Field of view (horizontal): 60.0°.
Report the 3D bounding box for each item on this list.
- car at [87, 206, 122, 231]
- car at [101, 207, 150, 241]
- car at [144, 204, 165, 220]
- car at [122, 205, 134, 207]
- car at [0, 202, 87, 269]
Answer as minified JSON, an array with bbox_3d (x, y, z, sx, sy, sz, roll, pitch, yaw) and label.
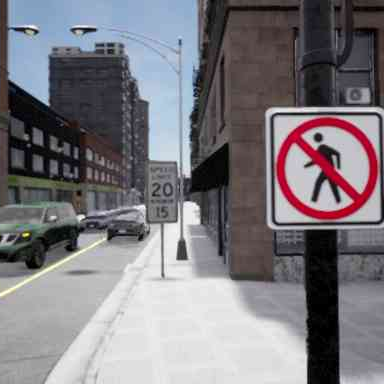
[{"bbox_3d":[-6.103,1.882,22.083,1.994,1.385,4.181,-1,-1,-2],"label":"car"},{"bbox_3d":[-3.406,1.771,18.325,1.812,1.442,4.674,-1,-1,-1],"label":"car"},{"bbox_3d":[-3.807,1.987,34.410,1.812,1.442,4.674,-1,-1,-1],"label":"car"},{"bbox_3d":[-6.336,1.996,31.842,2.033,1.411,5.357,-1,-1,-1],"label":"car"},{"bbox_3d":[-5.857,1.408,12.136,2.150,2.045,5.566,-1,-1,-1],"label":"car"}]
